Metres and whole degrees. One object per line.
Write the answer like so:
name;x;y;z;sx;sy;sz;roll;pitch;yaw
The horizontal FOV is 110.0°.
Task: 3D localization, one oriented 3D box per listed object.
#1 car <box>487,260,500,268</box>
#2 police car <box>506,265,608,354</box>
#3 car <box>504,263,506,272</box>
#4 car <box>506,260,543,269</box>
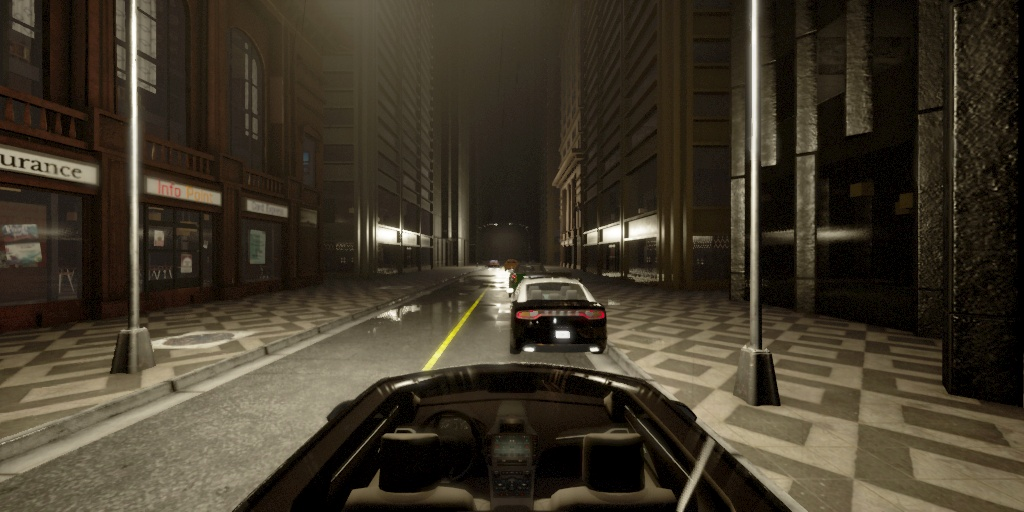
car;-3.088;1.401;61.313;1.994;1.385;4.181;0;0;0
police car;0.890;1.178;8.882;1.930;1.638;5.238;0;0;0
car;-0.027;1.281;48.210;1.882;1.535;5.008;0;0;0
car;0.875;1.111;18.743;2.097;1.767;4.553;0;0;0
